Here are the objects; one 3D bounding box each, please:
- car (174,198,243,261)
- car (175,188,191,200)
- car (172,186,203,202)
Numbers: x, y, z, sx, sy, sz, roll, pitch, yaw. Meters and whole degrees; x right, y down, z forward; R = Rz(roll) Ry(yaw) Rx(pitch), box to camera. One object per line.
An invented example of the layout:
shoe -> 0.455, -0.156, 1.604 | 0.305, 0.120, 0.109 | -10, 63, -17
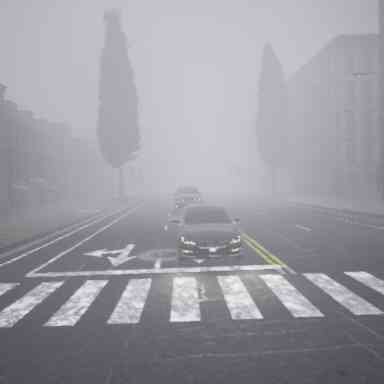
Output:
car -> 0.435, 1.190, 11.136 | 1.837, 1.490, 4.892 | -1, 2, -2
car -> -1.411, 0.279, 48.418 | 2.128, 1.511, 4.902 | -1, 1, -3
car -> -0.368, 0.523, 26.997 | 2.150, 2.045, 5.566 | -1, 2, -3
